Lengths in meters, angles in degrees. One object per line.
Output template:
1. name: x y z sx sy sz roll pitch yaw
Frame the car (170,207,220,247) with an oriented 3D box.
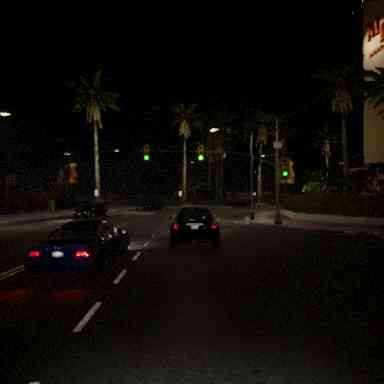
1. car: 0.124 1.486 15.770 2.097 1.767 4.553 0 0 0

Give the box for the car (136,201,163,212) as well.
1. car: -5.580 1.902 44.496 1.812 1.442 4.674 0 -1 27

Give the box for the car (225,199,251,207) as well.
1. car: 8.575 2.070 61.759 5.357 1.411 2.033 0 -1 -37

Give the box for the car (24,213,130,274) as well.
1. car: -3.383 1.641 10.889 2.033 1.411 5.357 0 0 0

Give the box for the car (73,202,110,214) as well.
1. car: -9.590 1.778 31.977 1.837 1.490 4.892 0 -1 11
